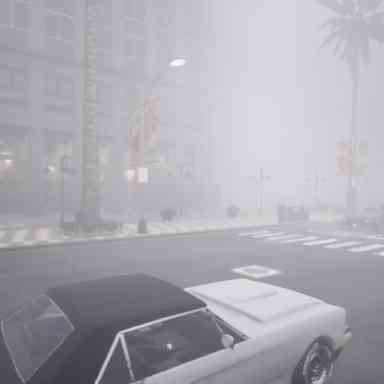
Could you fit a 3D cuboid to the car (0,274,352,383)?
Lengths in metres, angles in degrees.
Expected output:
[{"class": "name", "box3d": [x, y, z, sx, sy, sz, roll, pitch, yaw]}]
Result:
[{"class": "car", "box3d": [-0.379, 1.602, 3.479, 4.718, 1.301, 1.895, 0, 0, -35]}]

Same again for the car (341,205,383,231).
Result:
[{"class": "car", "box3d": [11.628, 1.557, 20.898, 5.357, 1.411, 2.033, 0, 0, -35]}]
